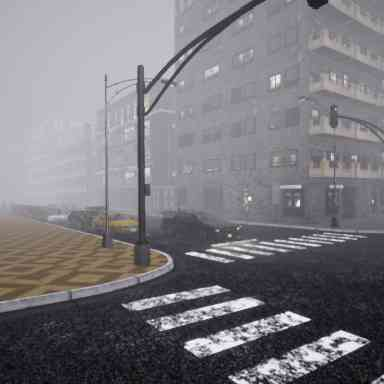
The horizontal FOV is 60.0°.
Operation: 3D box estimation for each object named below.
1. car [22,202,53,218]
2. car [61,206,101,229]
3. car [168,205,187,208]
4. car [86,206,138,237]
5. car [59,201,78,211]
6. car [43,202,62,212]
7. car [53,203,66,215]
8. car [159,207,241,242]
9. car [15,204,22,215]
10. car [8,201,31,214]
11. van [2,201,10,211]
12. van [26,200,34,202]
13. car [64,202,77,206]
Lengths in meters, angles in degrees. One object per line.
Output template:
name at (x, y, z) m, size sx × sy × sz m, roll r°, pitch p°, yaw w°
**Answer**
car at (-18.247, 2.262, 39.142) m, size 1.887 × 1.381 × 4.507 m, roll -2°, pitch 0°, yaw -36°
car at (-8.209, 2.002, 25.470) m, size 1.947 × 1.339 × 4.313 m, roll -2°, pitch 0°, yaw -36°
car at (-1.455, 1.915, 30.430) m, size 2.008 × 1.369 × 4.403 m, roll -2°, pitch 0°, yaw -36°
car at (-4.764, 1.865, 20.776) m, size 1.752 × 1.417 × 4.829 m, roll -2°, pitch 0°, yaw -36°
car at (-21.534, 2.366, 57.775) m, size 1.967 × 1.590 × 4.097 m, roll -2°, pitch 0°, yaw -36°
car at (-23.805, 2.518, 56.526) m, size 1.994 × 1.385 × 4.181 m, roll -1°, pitch -1°, yaw -37°
car at (-18.791, 2.370, 44.368) m, size 1.895 × 1.301 × 4.718 m, roll -1°, pitch -1°, yaw -36°
car at (0.263, 1.784, 18.342) m, size 2.033 × 1.411 × 5.357 m, roll -1°, pitch -1°, yaw -36°
car at (-21.592, 2.392, 43.700) m, size 1.802 × 1.307 × 4.206 m, roll -2°, pitch 0°, yaw -36°
car at (-24.939, 2.449, 48.257) m, size 1.887 × 1.381 × 4.507 m, roll -2°, pitch 0°, yaw -36°
van at (-31.636, 2.433, 57.373) m, size 1.690 × 1.788 × 3.998 m, roll -2°, pitch 0°, yaw -36°
van at (-41.613, 2.831, 85.121) m, size 1.690 × 1.788 × 3.998 m, roll -2°, pitch 0°, yaw -36°
car at (-17.893, 2.389, 48.466) m, size 1.895 × 1.301 × 4.718 m, roll -1°, pitch -1°, yaw -36°
